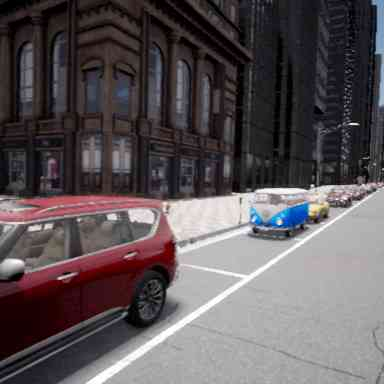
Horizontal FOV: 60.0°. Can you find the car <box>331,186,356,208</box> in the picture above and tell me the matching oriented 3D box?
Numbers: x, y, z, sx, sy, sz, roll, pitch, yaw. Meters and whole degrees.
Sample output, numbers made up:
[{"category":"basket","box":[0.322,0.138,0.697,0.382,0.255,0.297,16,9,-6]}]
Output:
[{"category":"car","box":[12.349,0.395,28.150,1.967,1.590,4.097,4,3,31]}]

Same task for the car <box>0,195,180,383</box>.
[{"category":"car","box":[-2.072,1.030,4.146,2.192,1.841,5.009,4,3,31]}]

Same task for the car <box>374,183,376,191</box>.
[{"category":"car","box":[32.453,-0.568,61.603,1.752,1.417,4.829,4,3,31]}]

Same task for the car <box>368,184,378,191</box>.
[{"category":"car","box":[43.993,-1.165,80.801,1.752,1.417,4.829,4,3,31]}]

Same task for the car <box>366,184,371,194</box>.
[{"category":"car","box":[23.884,-0.083,47.353,1.947,1.339,4.313,4,3,31]}]

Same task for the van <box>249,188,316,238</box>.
[{"category":"van","box":[3.697,0.751,13.746,1.690,1.788,3.998,4,3,31]}]

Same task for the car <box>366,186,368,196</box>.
[{"category":"car","box":[20.999,0.084,42.554,1.802,1.307,4.206,4,3,31]}]

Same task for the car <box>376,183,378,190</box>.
[{"category":"car","box":[35.425,-0.703,66.550,1.887,1.381,4.507,4,3,31]}]

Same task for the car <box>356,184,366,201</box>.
[{"category":"car","box":[18.119,0.093,37.748,1.967,1.590,4.097,4,3,31]}]

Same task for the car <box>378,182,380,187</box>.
[{"category":"car","box":[38.317,-1.081,71.338,2.192,1.841,5.009,4,3,31]}]

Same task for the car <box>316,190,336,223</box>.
[{"category":"car","box":[6.489,0.787,18.409,1.752,1.417,4.829,4,3,31]}]

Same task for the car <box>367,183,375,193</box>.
[{"category":"car","box":[29.655,-0.398,56.951,2.008,1.369,4.403,4,3,31]}]
